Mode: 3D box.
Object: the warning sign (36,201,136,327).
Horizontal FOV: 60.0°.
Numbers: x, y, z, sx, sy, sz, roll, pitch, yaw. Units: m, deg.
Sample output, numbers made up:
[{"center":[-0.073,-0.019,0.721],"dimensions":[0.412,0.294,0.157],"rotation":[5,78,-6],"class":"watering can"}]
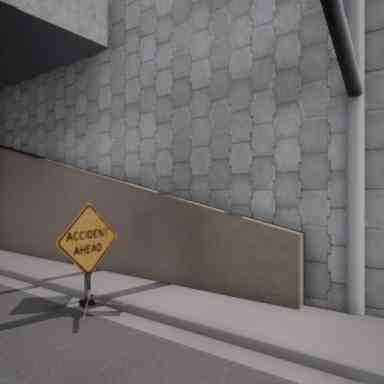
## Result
[{"center":[-1.840,1.114,5.858],"dimensions":[1.060,1.860,1.300],"rotation":[0,0,36],"class":"warning sign"}]
